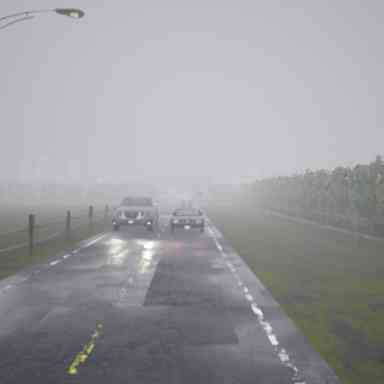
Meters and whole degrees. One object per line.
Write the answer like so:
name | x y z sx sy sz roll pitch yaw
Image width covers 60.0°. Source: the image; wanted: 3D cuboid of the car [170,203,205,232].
car | -0.271 1.577 19.761 1.895 1.301 4.718 0 0 -1

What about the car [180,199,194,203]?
car | -0.537 1.497 37.019 2.033 1.411 5.357 0 0 -1

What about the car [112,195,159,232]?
car | -3.218 1.197 20.058 2.150 2.045 5.566 0 0 -1
